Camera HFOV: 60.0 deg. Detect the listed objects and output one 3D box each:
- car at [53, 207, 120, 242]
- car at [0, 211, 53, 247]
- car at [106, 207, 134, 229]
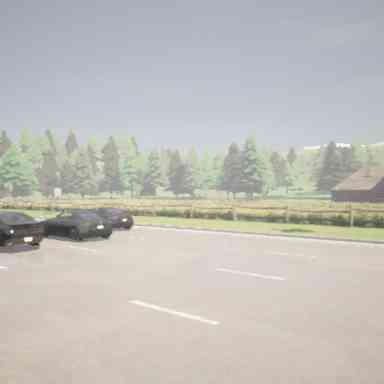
[{"bbox_3d":[-5.946,1.626,16.827,4.181,1.385,1.994,0,0,35],"label":"car"},{"bbox_3d":[-8.250,1.569,14.170,4.892,1.490,1.837,0,0,35],"label":"car"},{"bbox_3d":[-5.632,1.634,20.900,4.181,1.385,1.994,0,0,35],"label":"car"}]
